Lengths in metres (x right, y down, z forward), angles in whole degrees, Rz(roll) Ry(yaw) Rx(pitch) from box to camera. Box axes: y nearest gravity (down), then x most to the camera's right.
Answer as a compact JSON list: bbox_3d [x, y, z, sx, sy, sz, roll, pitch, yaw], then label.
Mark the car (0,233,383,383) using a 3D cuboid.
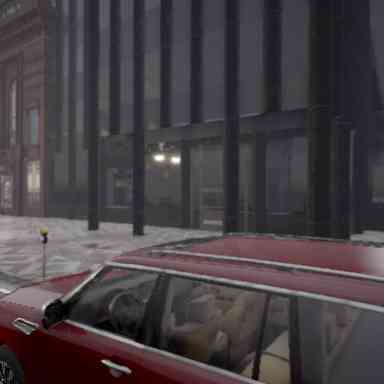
[{"bbox_3d":[0.149,1.311,2.853,5.009,1.841,2.192,0,0,35],"label":"car"}]
